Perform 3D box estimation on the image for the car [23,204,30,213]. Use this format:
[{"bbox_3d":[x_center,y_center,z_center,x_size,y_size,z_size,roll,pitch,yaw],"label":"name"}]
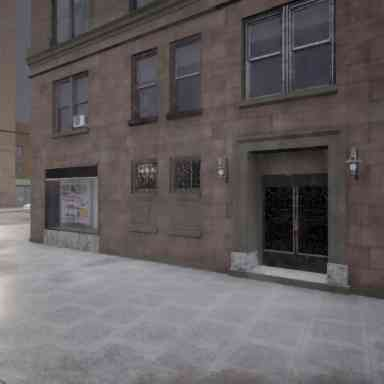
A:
[{"bbox_3d":[-15.704,1.439,35.882,1.812,1.442,4.674,0,0,35],"label":"car"}]
